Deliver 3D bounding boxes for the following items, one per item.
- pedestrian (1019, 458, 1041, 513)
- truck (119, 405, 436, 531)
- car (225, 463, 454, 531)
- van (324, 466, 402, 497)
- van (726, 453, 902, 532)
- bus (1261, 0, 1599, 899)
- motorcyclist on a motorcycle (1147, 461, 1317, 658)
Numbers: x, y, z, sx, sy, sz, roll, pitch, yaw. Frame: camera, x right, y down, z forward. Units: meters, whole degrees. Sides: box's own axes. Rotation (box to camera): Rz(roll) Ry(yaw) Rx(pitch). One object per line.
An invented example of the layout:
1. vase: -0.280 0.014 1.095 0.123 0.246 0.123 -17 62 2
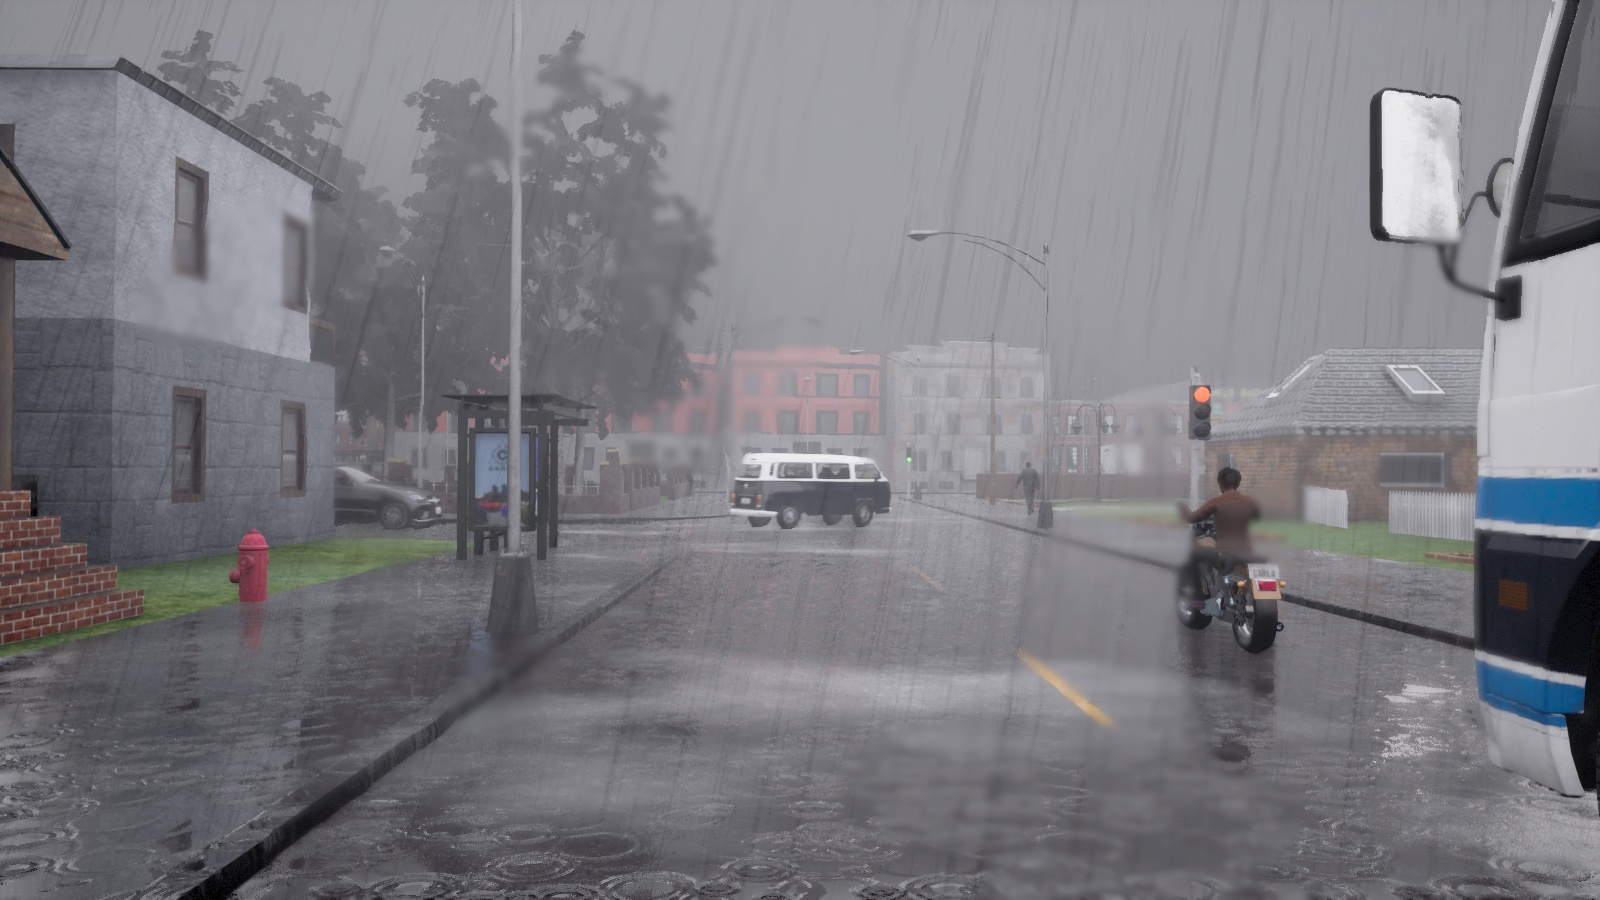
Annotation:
1. pedestrian: 7.878 1.210 43.081 0.563 1.883 0.849 0 -1 -1
2. truck: -14.878 0.500 36.276 7.936 3.462 2.891 0 -1 -4
3. car: -11.646 1.177 32.030 5.027 1.651 2.152 0 -1 0
4. van: -28.225 2.041 81.259 4.442 1.987 1.775 0 -1 0
5. van: 0.417 1.117 34.717 4.480 2.038 2.069 0 0 -34
6. bus: 3.998 -0.572 0.333 3.944 4.253 10.273 0 -1 0
7. motorcyclist on a motorcycle: 3.954 0.946 11.733 0.766 1.649 2.350 0 -1 0
